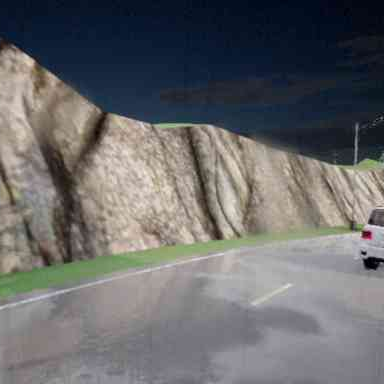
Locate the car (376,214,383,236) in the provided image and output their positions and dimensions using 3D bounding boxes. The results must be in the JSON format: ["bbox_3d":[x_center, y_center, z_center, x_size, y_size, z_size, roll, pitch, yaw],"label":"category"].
[{"bbox_3d":[13.934,2.110,21.636,4.718,1.301,1.895,2,0,-40],"label":"car"}]

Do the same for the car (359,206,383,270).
[{"bbox_3d":[7.486,1.495,11.004,5.566,2.045,2.150,2,0,-44],"label":"car"}]
